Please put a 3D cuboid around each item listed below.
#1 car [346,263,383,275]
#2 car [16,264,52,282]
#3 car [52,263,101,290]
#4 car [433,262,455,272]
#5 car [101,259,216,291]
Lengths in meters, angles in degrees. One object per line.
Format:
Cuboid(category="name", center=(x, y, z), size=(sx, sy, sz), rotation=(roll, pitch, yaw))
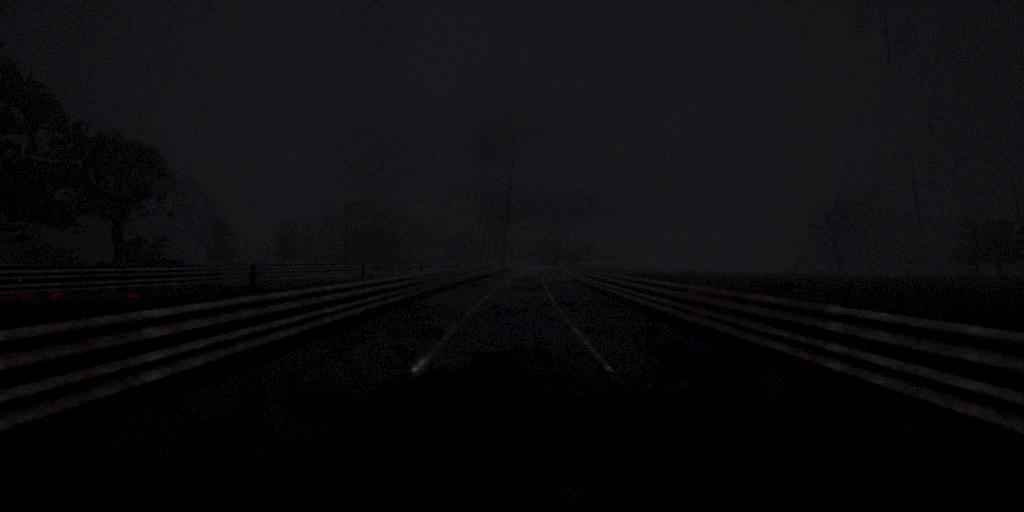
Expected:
Cuboid(category="car", center=(-18.107, 1.562, 44.168), size=(2.033, 1.411, 5.357), rotation=(0, -1, 16))
Cuboid(category="car", center=(-27.132, 1.174, 22.558), size=(2.128, 1.511, 4.902), rotation=(0, -1, 13))
Cuboid(category="car", center=(-23.695, 1.163, 21.869), size=(1.837, 1.490, 4.892), rotation=(0, -1, 13))
Cuboid(category="car", center=(-10.942, 1.735, 56.712), size=(1.812, 1.442, 4.674), rotation=(0, -1, 16))
Cuboid(category="car", center=(-20.281, 1.011, 21.146), size=(2.097, 1.767, 4.553), rotation=(0, -1, 14))
